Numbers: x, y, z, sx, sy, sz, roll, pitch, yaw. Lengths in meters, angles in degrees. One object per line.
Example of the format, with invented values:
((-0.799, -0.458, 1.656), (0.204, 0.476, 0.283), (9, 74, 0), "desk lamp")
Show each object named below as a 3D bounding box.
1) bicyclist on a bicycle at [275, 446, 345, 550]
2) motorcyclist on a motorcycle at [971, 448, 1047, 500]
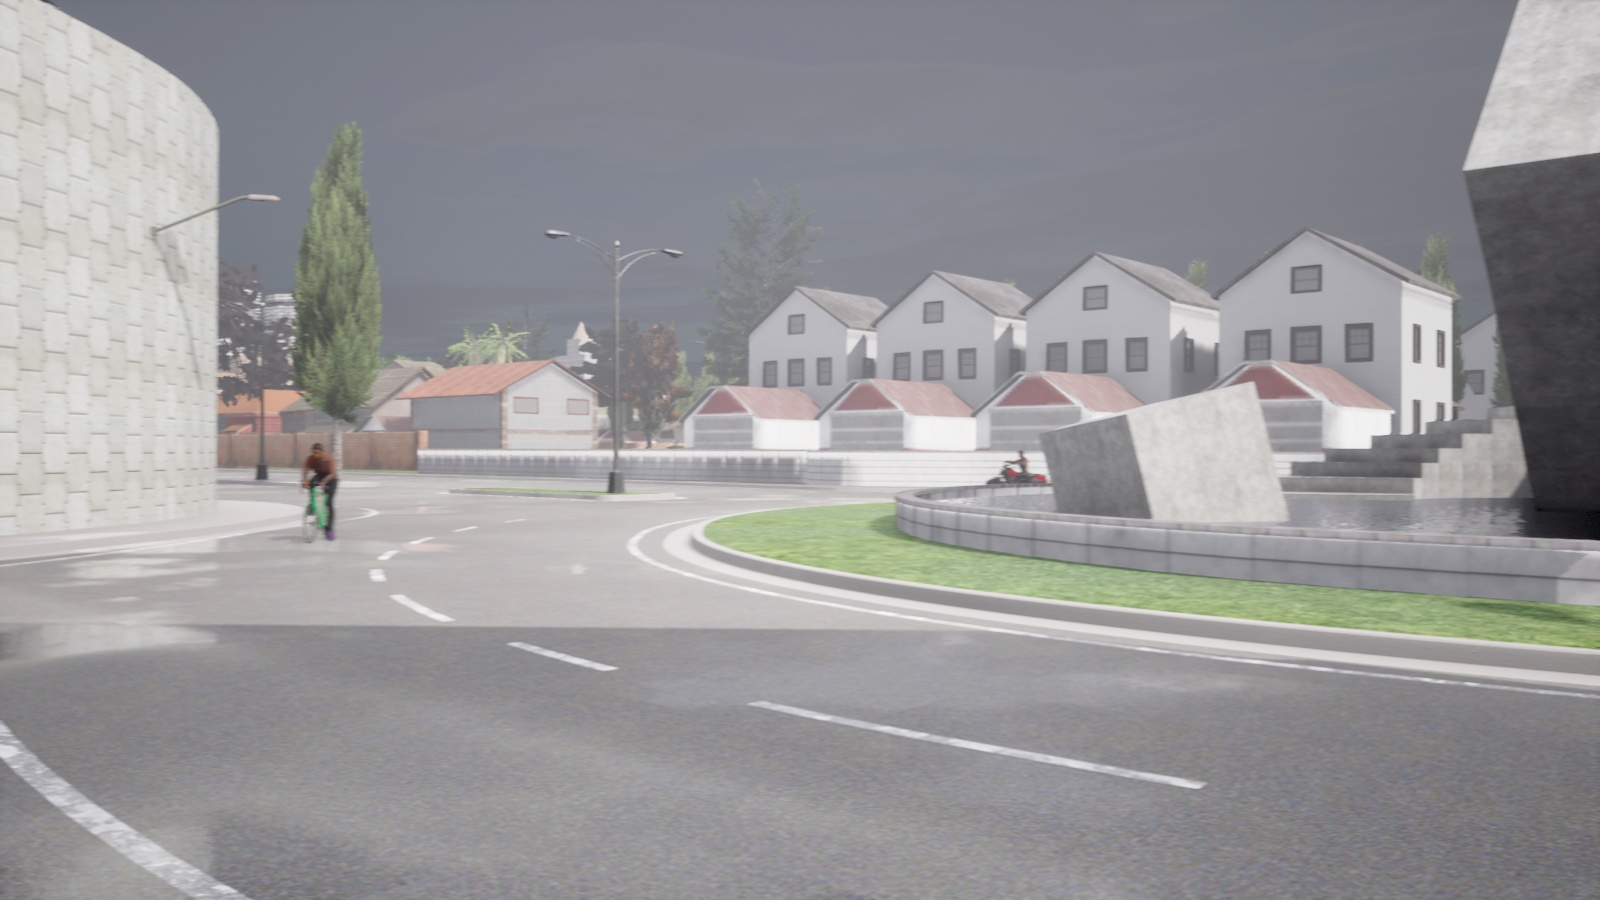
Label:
((-7.943, 0.743, 20.402), (0.582, 1.620, 1.656), (0, 0, -4), "bicyclist on a bicycle")
((6.759, 0.762, 40.632), (2.350, 1.649, 0.766), (0, 1, -22), "motorcyclist on a motorcycle")
